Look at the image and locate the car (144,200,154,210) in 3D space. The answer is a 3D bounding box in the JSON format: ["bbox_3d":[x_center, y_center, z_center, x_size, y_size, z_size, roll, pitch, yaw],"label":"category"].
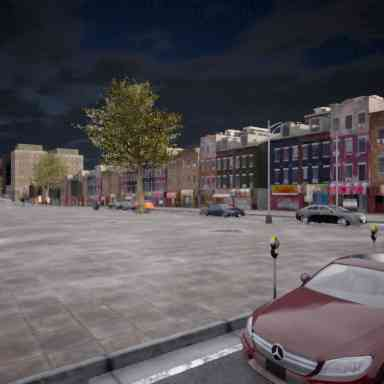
[{"bbox_3d":[-7.950,2.038,52.862,2.097,1.767,4.553,0,-1,-35],"label":"car"}]

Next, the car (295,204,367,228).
[{"bbox_3d":[9.603,1.624,23.304,2.128,1.511,4.902,0,-1,-36],"label":"car"}]

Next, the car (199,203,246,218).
[{"bbox_3d":[2.847,1.827,32.732,2.033,1.411,5.357,0,-1,-36],"label":"car"}]

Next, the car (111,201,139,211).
[{"bbox_3d":[-10.239,2.193,51.141,1.837,1.490,4.892,0,-2,-35],"label":"car"}]

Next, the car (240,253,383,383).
[{"bbox_3d":[2.563,1.582,4.631,4.206,1.307,1.802,0,0,-35],"label":"car"}]

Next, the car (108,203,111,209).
[{"bbox_3d":[-13.823,2.394,61.050,2.128,1.511,4.902,0,-1,-35],"label":"car"}]
